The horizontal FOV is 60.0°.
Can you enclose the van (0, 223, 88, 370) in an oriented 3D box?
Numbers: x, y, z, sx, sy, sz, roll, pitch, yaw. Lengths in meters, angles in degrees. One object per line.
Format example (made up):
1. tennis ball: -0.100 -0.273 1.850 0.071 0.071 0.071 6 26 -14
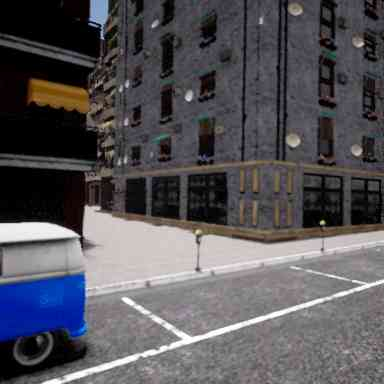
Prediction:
1. van: -3.355 1.338 4.105 3.998 1.788 1.690 1 1 -35
